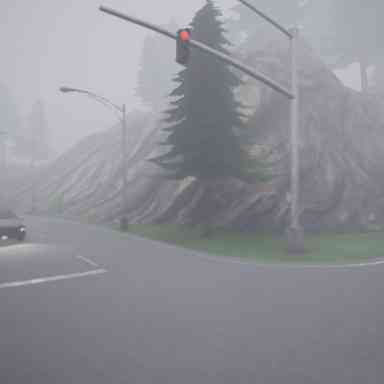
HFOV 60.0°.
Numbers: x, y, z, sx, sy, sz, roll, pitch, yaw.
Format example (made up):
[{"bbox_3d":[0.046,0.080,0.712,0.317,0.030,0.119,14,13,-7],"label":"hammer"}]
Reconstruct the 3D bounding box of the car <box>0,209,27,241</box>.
[{"bbox_3d":[-9.484,1.539,16.198,2.033,1.411,5.357,0,0,-36],"label":"car"}]
